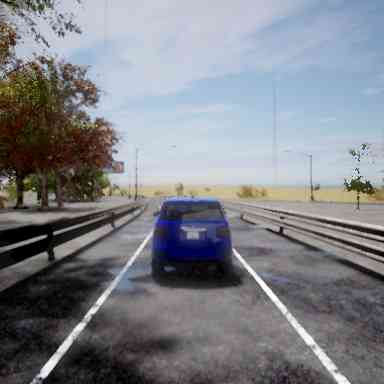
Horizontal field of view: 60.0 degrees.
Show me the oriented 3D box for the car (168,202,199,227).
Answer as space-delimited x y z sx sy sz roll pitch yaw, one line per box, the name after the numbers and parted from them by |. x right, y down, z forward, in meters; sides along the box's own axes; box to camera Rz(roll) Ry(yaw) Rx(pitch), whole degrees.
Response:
-0.713 1.555 24.441 2.033 1.411 5.357 0 0 -3 | car

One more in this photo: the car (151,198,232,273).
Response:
-0.103 1.214 10.824 2.150 2.045 5.566 0 -1 -3 | car
